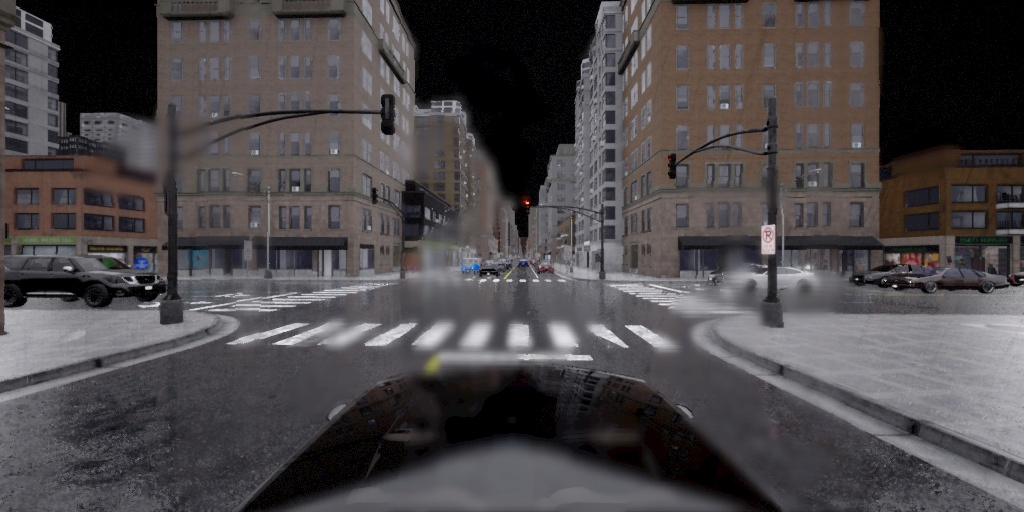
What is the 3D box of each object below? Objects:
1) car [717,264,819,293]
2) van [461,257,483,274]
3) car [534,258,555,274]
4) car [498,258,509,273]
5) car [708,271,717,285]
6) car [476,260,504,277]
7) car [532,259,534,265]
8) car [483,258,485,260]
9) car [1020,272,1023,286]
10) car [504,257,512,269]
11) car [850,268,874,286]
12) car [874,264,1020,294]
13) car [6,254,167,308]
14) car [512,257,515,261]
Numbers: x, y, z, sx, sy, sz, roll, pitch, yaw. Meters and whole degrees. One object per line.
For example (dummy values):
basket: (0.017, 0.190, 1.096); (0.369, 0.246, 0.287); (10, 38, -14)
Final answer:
car: (14.769, 1.291, 20.511); (4.674, 1.442, 1.812); (0, 0, 3)
van: (-4.707, 1.111, 41.113); (1.690, 1.789, 3.998); (0, 0, 2)
car: (3.814, 1.210, 40.828); (1.967, 1.591, 4.097); (0, 0, 2)
car: (-1.812, 1.338, 44.877); (1.994, 1.385, 4.181); (0, 0, 3)
car: (15.646, 1.257, 23.739); (4.902, 1.511, 2.128); (0, 0, 2)
car: (-2.142, 1.365, 35.794); (1.895, 1.301, 4.718); (0, 0, 2)
car: (4.002, 1.341, 46.350); (1.948, 1.339, 4.313); (0, 0, 2)
car: (-4.519, 1.090, 46.633); (2.192, 1.841, 5.009); (0, 0, 2)
car: (35.046, 1.360, 23.176); (4.181, 1.385, 1.994); (0, 0, 2)
car: (-1.488, 1.136, 54.515); (2.097, 1.767, 4.553); (0, 0, 2)
car: (25.063, 1.284, 23.470); (4.892, 1.490, 1.837); (0, 0, 2)
car: (24.356, 1.326, 20.238); (5.357, 1.411, 2.033); (0, 0, 2)
car: (-17.665, 0.956, 14.720); (5.566, 2.045, 2.150); (0, 0, 0)
car: (-1.114, 1.146, 64.498); (2.097, 1.767, 4.553); (0, 0, 3)
